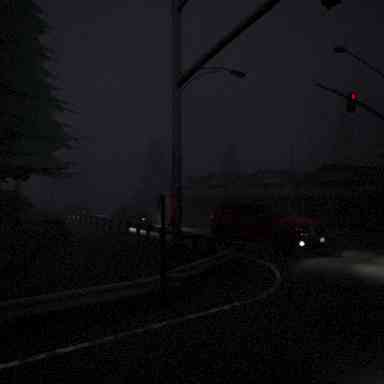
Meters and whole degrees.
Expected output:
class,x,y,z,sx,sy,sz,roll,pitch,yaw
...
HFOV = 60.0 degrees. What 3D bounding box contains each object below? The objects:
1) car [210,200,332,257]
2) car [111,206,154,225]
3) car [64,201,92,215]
class,x,y,z,sx,sy,sz,roll,pitch,yaw
car,3.129,1.405,14.418,2.150,2.045,5.566,0,0,-37
car,-4.585,1.751,25.258,1.994,1.385,4.181,0,0,-35
car,-12.797,1.735,36.947,2.033,1.411,5.357,0,0,-34
